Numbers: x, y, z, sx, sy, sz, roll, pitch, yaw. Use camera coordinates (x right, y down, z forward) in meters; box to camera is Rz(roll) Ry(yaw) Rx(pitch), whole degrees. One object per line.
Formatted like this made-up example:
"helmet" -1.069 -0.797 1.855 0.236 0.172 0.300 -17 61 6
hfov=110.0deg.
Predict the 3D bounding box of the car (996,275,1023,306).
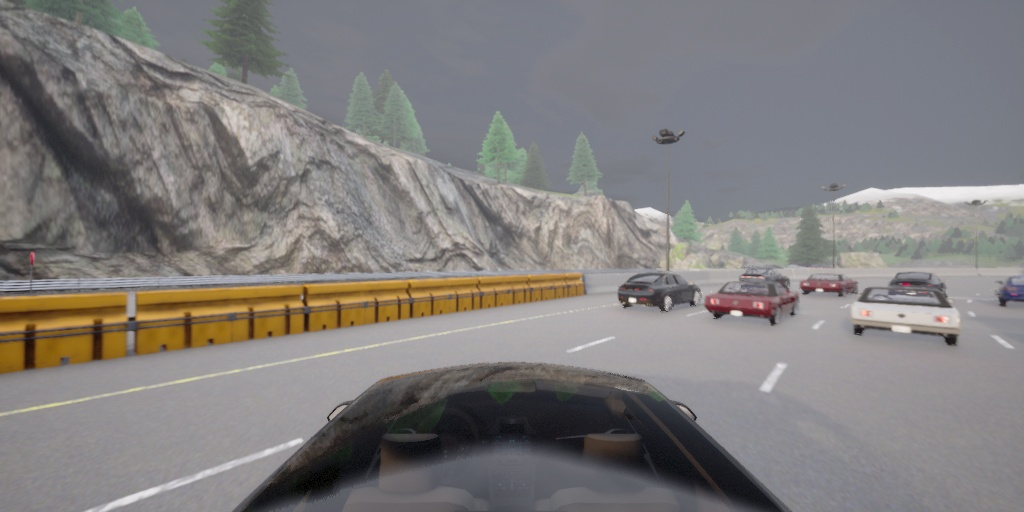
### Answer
"car" 24.248 1.604 16.744 4.674 1.442 1.812 1 -1 -36

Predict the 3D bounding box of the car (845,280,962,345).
"car" 11.084 1.520 10.202 4.718 1.301 1.895 1 -1 -43

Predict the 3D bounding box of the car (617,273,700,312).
"car" 6.405 1.455 15.397 4.892 1.490 1.837 0 0 -42

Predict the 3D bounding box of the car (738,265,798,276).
"car" 17.425 1.619 24.756 4.902 1.511 2.128 1 -1 -37

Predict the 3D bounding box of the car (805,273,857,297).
"car" 19.380 1.707 21.857 4.718 1.301 1.895 1 -1 -37

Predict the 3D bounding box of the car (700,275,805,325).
"car" 8.649 1.533 12.716 4.718 1.301 1.895 1 -1 -43

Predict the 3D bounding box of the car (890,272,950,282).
"car" 21.761 1.599 19.260 4.892 1.490 1.837 0 0 -37
